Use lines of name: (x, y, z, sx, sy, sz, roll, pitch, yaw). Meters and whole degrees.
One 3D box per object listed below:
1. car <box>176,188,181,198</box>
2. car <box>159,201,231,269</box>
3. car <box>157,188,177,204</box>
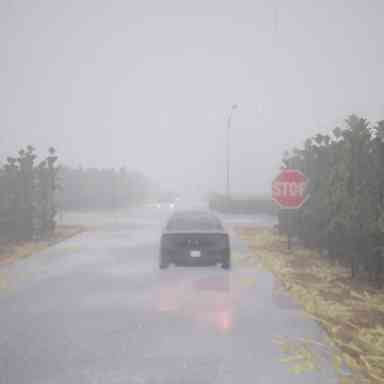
car: (-3.126, 0.152, 59.756, 2.097, 1.767, 4.553, 0, 1, 1)
car: (0.041, 1.276, 10.450, 1.882, 1.535, 5.008, 0, 1, -1)
car: (-3.184, 0.654, 41.272, 1.837, 1.490, 4.892, 0, 1, 0)
